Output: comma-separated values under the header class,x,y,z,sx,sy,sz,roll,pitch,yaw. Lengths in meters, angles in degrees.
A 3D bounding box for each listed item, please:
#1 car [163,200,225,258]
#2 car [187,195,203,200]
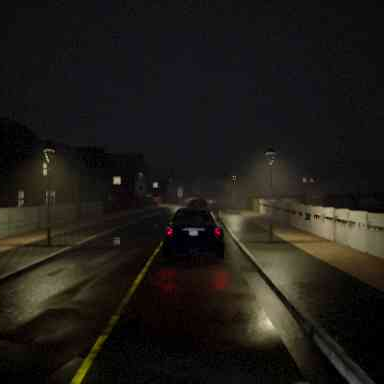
class,x,y,z,sx,sy,sz,roll,pitch,yaw
car,0.103,1.361,12.951,2.097,1.767,4.553,0,0,1
car,0.605,1.396,27.880,2.097,1.767,4.553,0,0,4
